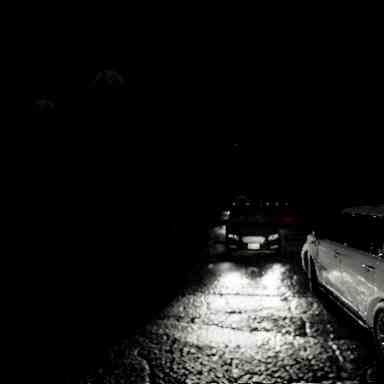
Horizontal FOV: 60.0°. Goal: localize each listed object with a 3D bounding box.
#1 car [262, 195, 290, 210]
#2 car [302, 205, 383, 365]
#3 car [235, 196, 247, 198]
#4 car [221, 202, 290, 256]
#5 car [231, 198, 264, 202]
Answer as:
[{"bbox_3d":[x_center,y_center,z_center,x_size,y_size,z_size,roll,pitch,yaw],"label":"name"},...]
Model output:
[{"bbox_3d":[7.354,1.022,29.771,2.097,1.767,4.553,-1,1,7],"label":"car"},{"bbox_3d":[3.466,1.175,5.384,2.150,2.045,5.566,-3,0,4],"label":"car"},{"bbox_3d":[5.176,1.188,35.282,1.812,1.442,4.674,-1,0,7],"label":"car"},{"bbox_3d":[2.231,1.380,12.694,2.128,1.511,4.902,-1,1,8],"label":"car"},{"bbox_3d":[3.575,1.352,22.736,1.994,1.385,4.181,-1,0,7],"label":"car"}]
